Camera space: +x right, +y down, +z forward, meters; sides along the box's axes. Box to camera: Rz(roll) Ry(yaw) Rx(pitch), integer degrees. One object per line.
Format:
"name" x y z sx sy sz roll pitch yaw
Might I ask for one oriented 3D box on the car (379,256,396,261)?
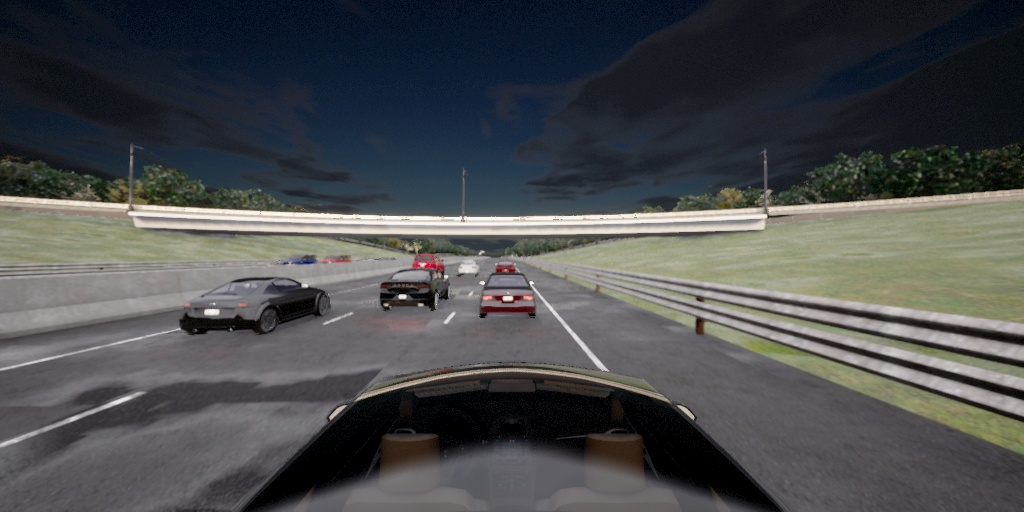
"car" -18.620 0.949 53.560 2.097 1.767 4.553 0 0 -1

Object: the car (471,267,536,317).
"car" -0.171 1.283 13.007 2.033 1.411 5.357 0 0 -1

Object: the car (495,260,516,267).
"car" -0.619 1.162 35.132 1.882 1.535 5.008 0 0 -1

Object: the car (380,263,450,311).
"car" -3.700 1.202 14.431 1.882 1.535 5.008 0 0 -1

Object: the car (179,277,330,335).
"car" -7.120 1.289 10.468 1.994 1.385 4.181 0 0 -1

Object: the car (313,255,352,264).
"car" -21.993 0.836 44.818 2.150 2.045 5.566 0 0 -1

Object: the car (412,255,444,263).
"car" -7.573 0.895 32.770 2.150 2.045 5.566 0 0 -1

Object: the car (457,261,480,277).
"car" -4.111 1.203 34.692 1.812 1.442 4.674 0 0 -1

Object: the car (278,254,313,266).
"car" -25.464 0.830 42.996 2.150 2.045 5.566 0 0 -1
